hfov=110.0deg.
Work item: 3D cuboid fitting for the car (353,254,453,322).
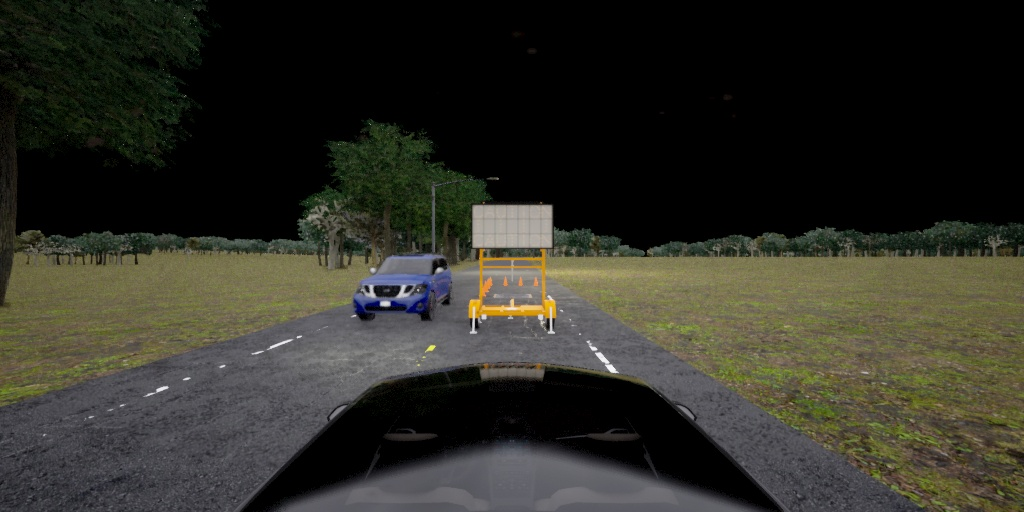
[{"bbox_3d":[-3.474,0.952,12.620,2.150,2.045,5.566,0,0,0],"label":"car"}]

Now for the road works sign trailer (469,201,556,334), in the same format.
[{"bbox_3d":[0.013,0.200,10.594,2.380,3.560,2.880,0,0,0],"label":"road works sign trailer"}]
